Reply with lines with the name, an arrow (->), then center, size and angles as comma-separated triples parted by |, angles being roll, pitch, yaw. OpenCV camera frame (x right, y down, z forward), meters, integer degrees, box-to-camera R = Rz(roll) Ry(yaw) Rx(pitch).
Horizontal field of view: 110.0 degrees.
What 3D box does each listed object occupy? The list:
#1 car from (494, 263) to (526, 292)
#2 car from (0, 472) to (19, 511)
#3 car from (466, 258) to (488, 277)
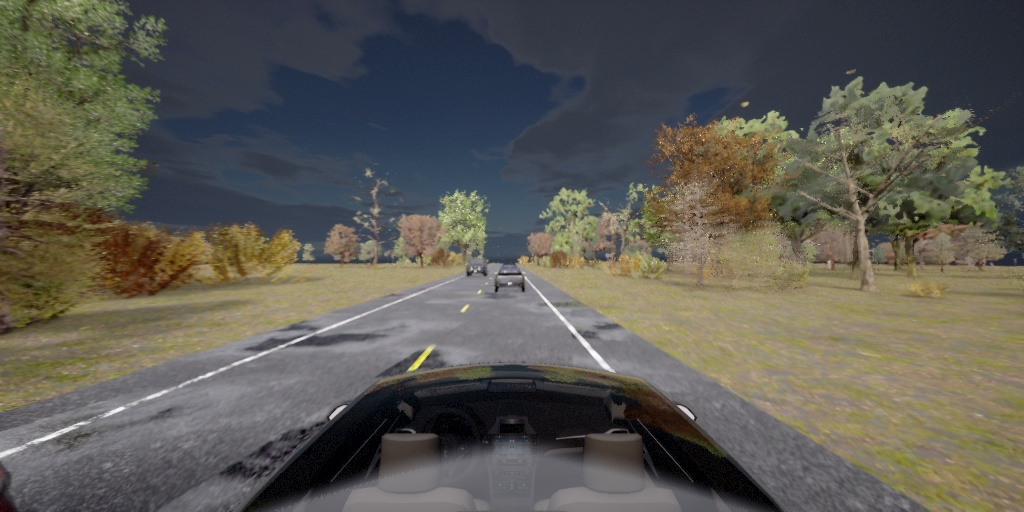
car -> -0.134, 1.387, 22.752 | 2.128, 1.511, 4.902 | -1, 0, 0
car -> -3.585, 1.339, 0.137 | 1.994, 1.385, 4.181 | -1, 0, -1
car -> -3.916, 1.284, 40.716 | 2.150, 2.045, 5.566 | -1, 0, -1
